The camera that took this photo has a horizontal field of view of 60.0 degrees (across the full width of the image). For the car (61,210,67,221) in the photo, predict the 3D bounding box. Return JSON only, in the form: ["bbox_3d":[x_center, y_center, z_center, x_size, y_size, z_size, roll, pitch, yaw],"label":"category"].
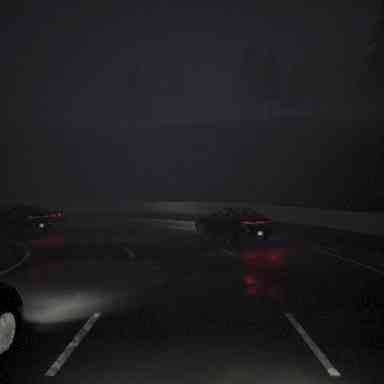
[{"bbox_3d":[-11.093,1.516,21.931,5.357,1.411,2.033,0,0,8],"label":"car"}]

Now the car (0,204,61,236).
[{"bbox_3d":[-9.758,1.465,17.737,4.902,1.511,2.128,0,0,25],"label":"car"}]

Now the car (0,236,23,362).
[{"bbox_3d":[-3.378,1.499,2.959,1.837,1.490,4.892,0,0,-1],"label":"car"}]

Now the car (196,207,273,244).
[{"bbox_3d":[1.808,1.472,15.830,2.128,1.511,4.902,0,0,-24],"label":"car"}]

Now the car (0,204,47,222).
[{"bbox_3d":[-13.821,1.564,25.294,4.718,1.301,1.895,0,0,-1],"label":"car"}]
